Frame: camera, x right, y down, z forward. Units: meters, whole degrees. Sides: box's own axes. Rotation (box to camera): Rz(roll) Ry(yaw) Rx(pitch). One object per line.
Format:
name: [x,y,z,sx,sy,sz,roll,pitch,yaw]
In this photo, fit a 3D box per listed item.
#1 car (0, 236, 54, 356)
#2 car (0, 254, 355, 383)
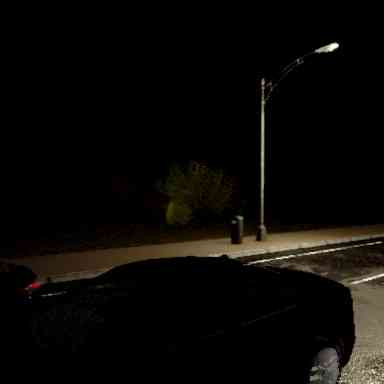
car: [-4.348,1.553,4.577,4.181,1.385,1.994,1,0,-36]
car: [-0.297,1.495,3.475,5.008,1.535,1.882,1,0,-36]
